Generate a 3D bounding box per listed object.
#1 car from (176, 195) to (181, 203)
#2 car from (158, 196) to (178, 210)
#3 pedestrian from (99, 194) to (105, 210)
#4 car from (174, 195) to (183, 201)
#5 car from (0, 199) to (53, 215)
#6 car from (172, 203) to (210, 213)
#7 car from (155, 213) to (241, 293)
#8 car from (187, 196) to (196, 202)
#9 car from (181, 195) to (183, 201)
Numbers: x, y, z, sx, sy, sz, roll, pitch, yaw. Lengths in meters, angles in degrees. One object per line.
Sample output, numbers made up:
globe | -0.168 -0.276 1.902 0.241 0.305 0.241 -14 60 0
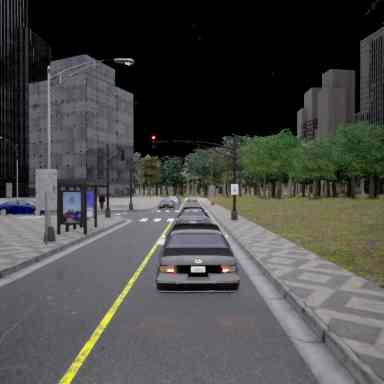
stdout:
car | -3.126 1.466 54.358 1.812 1.442 4.674 0 0 0
car | -3.126 1.524 42.019 1.994 1.385 4.181 0 0 0
pedestrian | -10.108 1.051 37.307 0.375 1.860 0.375 0 0 1
car | -3.124 1.342 80.116 1.994 1.385 4.181 0 0 0
car | -15.658 1.426 31.202 5.008 1.535 1.882 0 0 0
car | 0.071 1.554 19.239 1.994 1.385 4.181 0 0 0
car | 0.094 1.545 8.961 2.033 1.411 5.357 0 0 -1
car | -0.024 1.507 71.991 1.895 1.301 4.718 0 0 0
car | -3.097 1.522 65.617 1.895 1.301 4.718 0 0 0
